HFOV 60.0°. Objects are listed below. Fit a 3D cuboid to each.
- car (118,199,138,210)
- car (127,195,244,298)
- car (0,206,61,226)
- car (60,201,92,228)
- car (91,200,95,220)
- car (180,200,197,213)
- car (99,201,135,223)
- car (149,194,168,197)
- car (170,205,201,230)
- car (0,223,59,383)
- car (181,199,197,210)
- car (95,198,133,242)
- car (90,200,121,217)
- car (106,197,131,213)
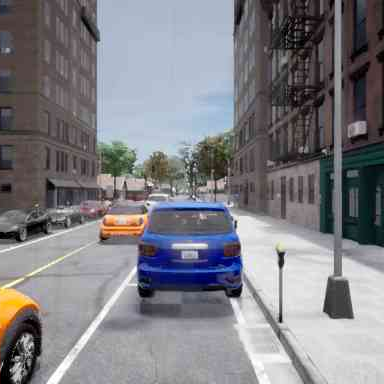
[{"bbox_3d":[-8.408,1.600,43.945,1.802,1.307,4.206,0,0,0],"label":"car"},{"bbox_3d":[-0.039,1.228,8.680,2.150,2.045,5.566,0,0,0],"label":"car"},{"bbox_3d":[-8.408,1.567,16.351,1.947,1.339,4.313,0,0,0],"label":"car"},{"bbox_3d":[-8.408,1.553,21.869,2.008,1.369,4.403,0,0,0],"label":"car"},{"bbox_3d":[-8.408,1.446,27.388,1.967,1.590,4.097,0,0,0],"label":"car"},{"bbox_3d":[-0.383,1.596,38.428,1.802,1.307,4.206,0,0,0],"label":"car"},{"bbox_3d":[-5.869,1.531,26.602,1.812,1.442,4.674,0,0,0],"label":"car"},{"bbox_3d":[-2.927,1.231,30.753,2.150,2.045,5.566,0,0,0],"label":"car"},{"bbox_3d":[-0.383,1.584,21.873,1.802,1.307,4.206,0,0,0],"label":"car"},{"bbox_3d":[-2.927,1.352,2.340,2.097,1.767,4.553,0,0,0],"label":"car"},{"bbox_3d":[-0.383,1.584,43.946,1.947,1.339,4.313,0,0,0],"label":"car"},{"bbox_3d":[-3.019,1.352,16.564,2.097,1.767,4.553,0,0,0],"label":"car"},{"bbox_3d":[-8.408,1.535,32.737,1.752,1.417,4.829,0,0,0],"label":"car"},{"bbox_3d":[-8.408,1.454,38.426,1.967,1.590,4.097,0,0,0],"label":"car"}]
